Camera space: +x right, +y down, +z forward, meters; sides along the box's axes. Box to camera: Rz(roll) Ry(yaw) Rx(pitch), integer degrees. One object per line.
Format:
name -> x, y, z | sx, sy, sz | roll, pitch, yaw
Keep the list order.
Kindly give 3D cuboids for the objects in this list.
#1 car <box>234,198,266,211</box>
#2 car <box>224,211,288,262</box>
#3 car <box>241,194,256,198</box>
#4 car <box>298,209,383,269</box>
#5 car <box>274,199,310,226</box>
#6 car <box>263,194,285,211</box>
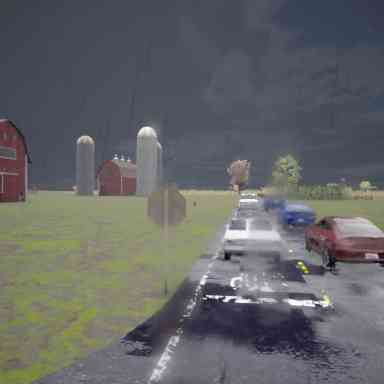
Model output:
car -> 4.370, 1.503, 25.408 | 1.837, 1.490, 4.892 | 0, 1, 9
car -> 2.190, 1.602, 12.400 | 1.895, 1.301, 4.718 | 0, 0, 8
car -> 6.575, 1.219, 38.701 | 2.150, 2.045, 5.566 | 0, 0, 9
car -> 5.052, 1.528, 11.110 | 1.812, 1.442, 4.674 | 0, 0, 7
car -> 6.610, 1.480, 21.385 | 1.882, 1.535, 5.008 | 0, 0, 9
car -> 9.456, 1.219, 38.054 | 2.150, 2.045, 5.566 | 0, 0, 10
